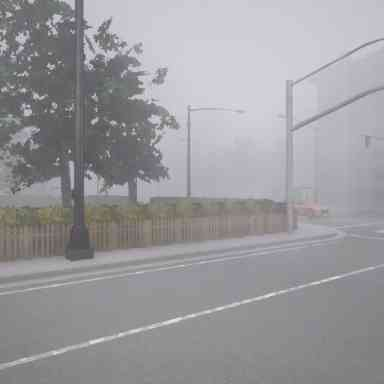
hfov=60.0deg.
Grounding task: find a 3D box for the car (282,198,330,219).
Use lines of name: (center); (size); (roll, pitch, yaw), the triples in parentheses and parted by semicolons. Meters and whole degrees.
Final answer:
car: (9.849, 1.352, 29.547); (2.097, 1.767, 4.553); (0, 0, -35)
